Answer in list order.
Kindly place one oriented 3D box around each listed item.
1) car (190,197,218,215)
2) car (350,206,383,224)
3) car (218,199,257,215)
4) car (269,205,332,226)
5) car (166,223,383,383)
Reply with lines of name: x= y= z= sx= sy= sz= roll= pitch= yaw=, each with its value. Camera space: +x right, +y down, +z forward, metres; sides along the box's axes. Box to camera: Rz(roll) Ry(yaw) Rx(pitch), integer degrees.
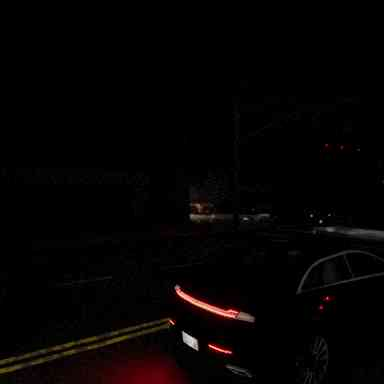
car: x=0.193 y=1.351 z=34.402 sx=2.097 sy=1.767 sz=4.553 roll=0 pitch=0 yaw=-37
car: x=13.532 y=1.601 z=22.668 sx=1.895 sy=1.301 sz=4.718 roll=0 pitch=0 yaw=-39
car: x=4.552 y=1.505 z=34.413 sx=1.837 sy=1.490 sz=4.892 roll=0 pitch=0 yaw=-37
car: x=7.487 y=1.601 z=23.358 sx=1.895 sy=1.301 sz=4.718 roll=0 pitch=0 yaw=-21
car: x=1.954 y=1.492 z=5.223 sx=4.902 sy=1.511 sz=2.128 roll=0 pitch=0 yaw=-35
